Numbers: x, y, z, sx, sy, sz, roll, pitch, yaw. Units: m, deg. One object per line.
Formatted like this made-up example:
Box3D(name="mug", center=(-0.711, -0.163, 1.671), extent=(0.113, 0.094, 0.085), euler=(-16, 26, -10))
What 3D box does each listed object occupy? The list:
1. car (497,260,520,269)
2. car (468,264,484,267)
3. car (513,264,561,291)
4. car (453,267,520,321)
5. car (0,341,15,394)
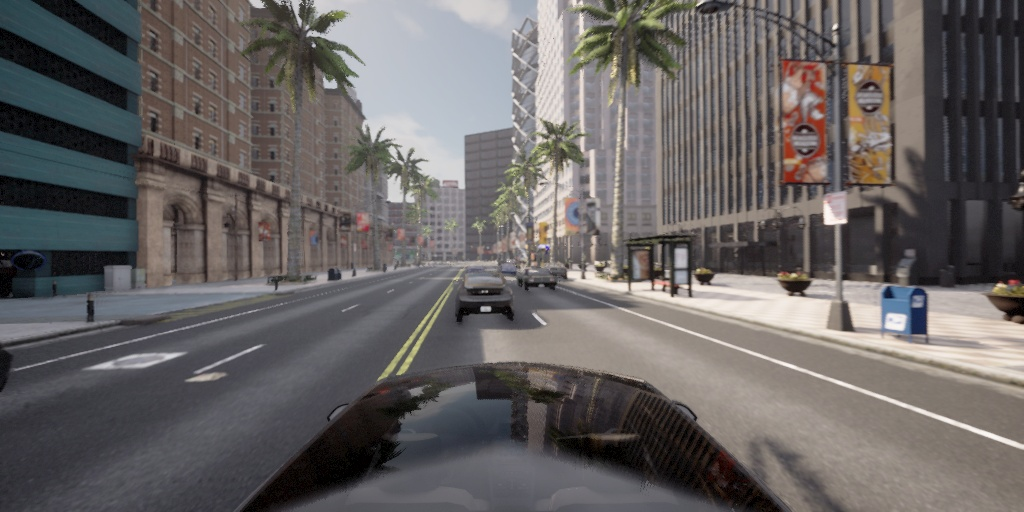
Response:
Box3D(name="car", center=(-0.576, 1.437, 40.152), extent=(2.033, 1.411, 5.357), euler=(0, 0, -7))
Box3D(name="car", center=(-3.697, 1.506, 36.671), extent=(1.895, 1.301, 4.718), euler=(0, 0, -7))
Box3D(name="car", center=(1.439, 1.412, 22.635), extent=(1.895, 1.301, 4.718), euler=(0, 0, -6))
Box3D(name="car", center=(-1.007, 1.303, 12.820), extent=(1.837, 1.490, 4.892), euler=(0, 0, -6))
Box3D(name="car", center=(-7.274, 1.321, 2.479), extent=(1.837, 1.490, 4.892), euler=(0, 0, -2))
